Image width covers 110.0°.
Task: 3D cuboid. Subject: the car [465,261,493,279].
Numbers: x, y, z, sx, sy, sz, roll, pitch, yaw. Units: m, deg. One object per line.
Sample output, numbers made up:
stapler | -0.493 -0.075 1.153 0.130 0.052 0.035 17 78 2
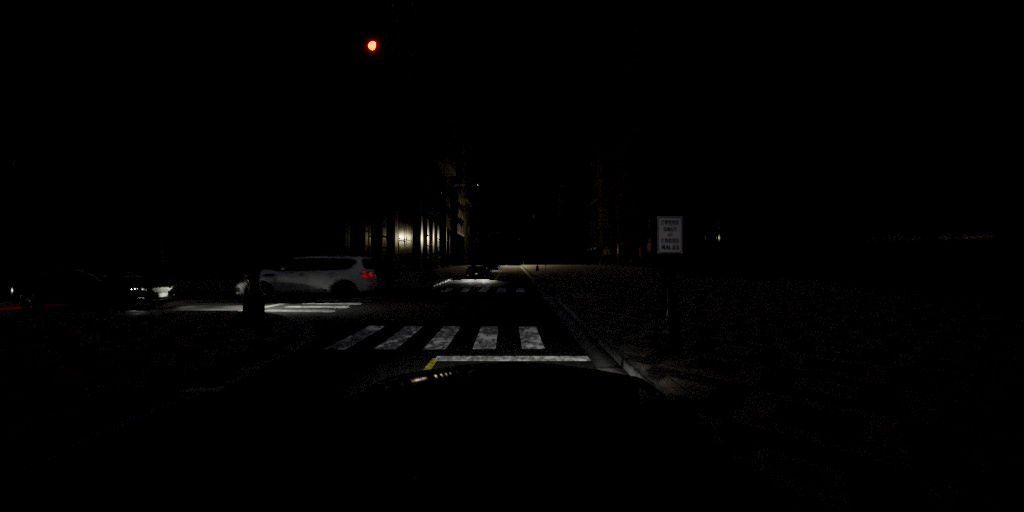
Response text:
car | -3.031 1.334 32.328 1.994 1.385 4.181 0 0 0

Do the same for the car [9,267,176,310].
car | -15.477 1.177 13.413 4.902 1.511 2.128 0 -1 0

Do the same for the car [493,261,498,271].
car | -2.968 1.381 52.291 2.033 1.411 5.357 0 0 0

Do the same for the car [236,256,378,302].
car | -9.071 0.991 16.366 5.566 2.045 2.150 0 0 -14
